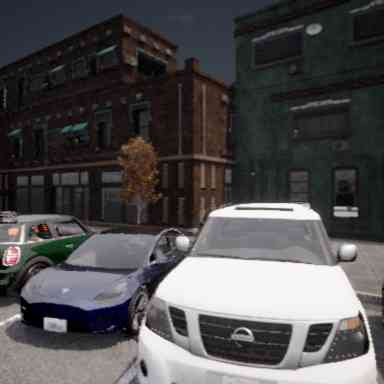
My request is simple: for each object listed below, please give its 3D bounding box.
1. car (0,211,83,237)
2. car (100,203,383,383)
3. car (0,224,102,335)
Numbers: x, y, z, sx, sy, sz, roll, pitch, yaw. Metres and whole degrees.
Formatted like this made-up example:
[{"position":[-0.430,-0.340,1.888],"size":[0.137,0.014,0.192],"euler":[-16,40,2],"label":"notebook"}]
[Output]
[{"position":[-3.763,1.369,8.794],"size":[2.185,1.767,4.553],"euler":[0,-1,16],"label":"car"},{"position":[1.132,1.236,5.300],"size":[2.435,2.045,5.566],"euler":[1,-1,16],"label":"car"},{"position":[-1.308,1.520,7.044],"size":[2.163,1.488,4.792],"euler":[1,-1,16],"label":"car"}]
